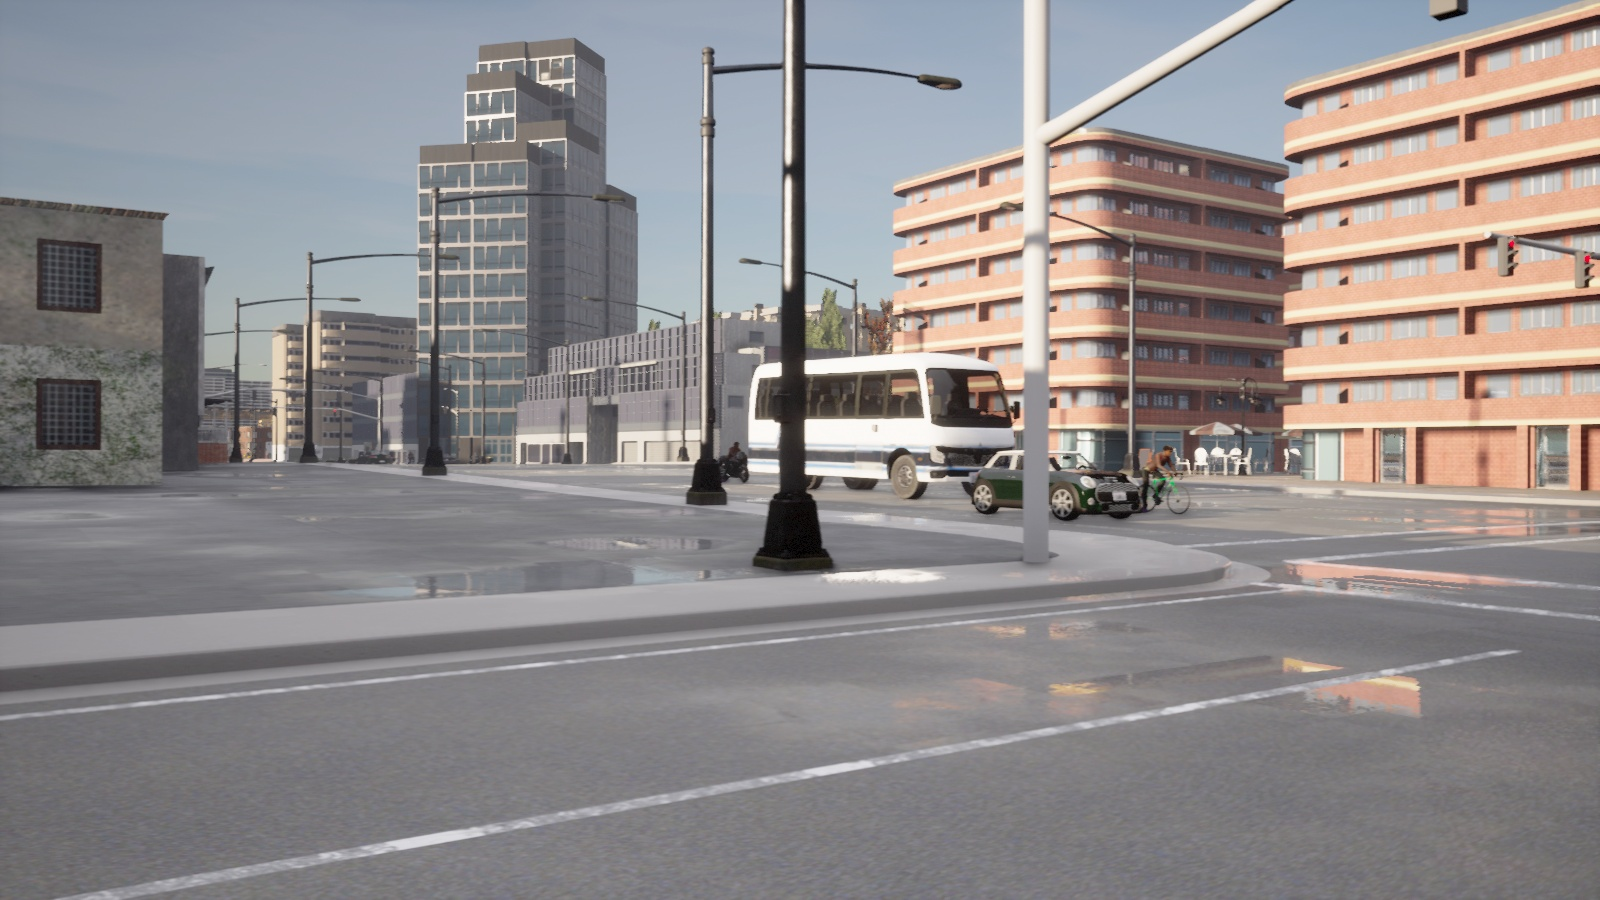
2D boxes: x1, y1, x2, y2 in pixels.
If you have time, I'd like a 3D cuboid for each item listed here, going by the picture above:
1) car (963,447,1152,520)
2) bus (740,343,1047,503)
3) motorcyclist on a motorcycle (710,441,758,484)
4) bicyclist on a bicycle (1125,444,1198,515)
[{"bbox_3d":[5.614,0.677,27.771,1.970,1.475,3.806,0,0,-33],"label":"car"},{"bbox_3d":[2.488,-0.784,38.767,3.944,4.253,10.273,0,1,-34],"label":"bus"},{"bbox_3d":[-2.444,0.449,46.161,0.797,1.523,2.044,0,1,-34],"label":"motorcyclist on a motorcycle"},{"bbox_3d":[8.534,0.666,29.699,0.582,1.620,1.656,0,1,-34],"label":"bicyclist on a bicycle"}]
